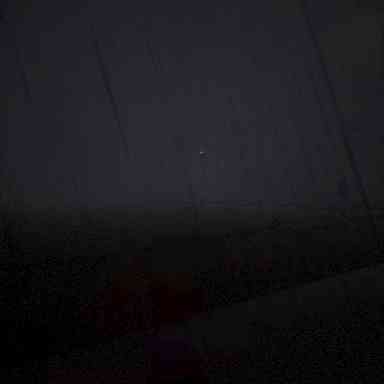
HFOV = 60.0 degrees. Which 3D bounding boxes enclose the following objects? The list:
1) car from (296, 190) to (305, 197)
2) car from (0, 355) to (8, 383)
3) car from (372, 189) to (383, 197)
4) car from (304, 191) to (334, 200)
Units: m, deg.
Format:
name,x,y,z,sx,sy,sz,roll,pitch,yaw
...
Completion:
name,x,y,z,sx,sy,sz,roll,pitch,yaw
car,27.685,0.446,81.230,1.932,1.855,4.605,-1,1,-36
car,-3.262,1.619,1.165,4.718,1.301,1.895,-1,0,-36
car,43.733,0.317,76.545,1.905,1.878,3.866,-1,1,-36
car,24.195,0.790,62.261,2.242,1.667,4.611,-1,1,-36
